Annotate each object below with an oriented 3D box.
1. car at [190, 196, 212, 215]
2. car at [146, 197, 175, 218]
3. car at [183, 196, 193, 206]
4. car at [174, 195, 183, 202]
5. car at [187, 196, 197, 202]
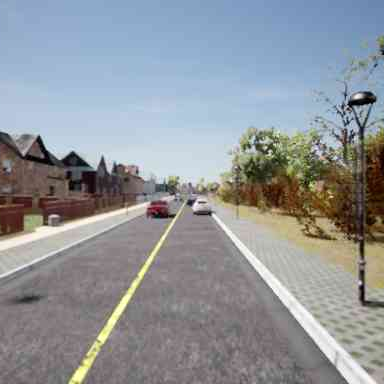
[{"bbox_3d":[0.975,1.428,32.998,1.812,1.442,4.674,0,0,0],"label":"car"},{"bbox_3d":[-2.833,1.394,29.056,1.882,1.535,5.008,0,0,0],"label":"car"},{"bbox_3d":[0.022,1.388,52.416,2.033,1.411,5.357,0,0,0],"label":"car"},{"bbox_3d":[-2.721,1.280,69.373,2.128,1.511,4.902,0,0,0],"label":"car"},{"bbox_3d":[0.031,1.396,67.512,1.895,1.301,4.718,0,0,0],"label":"car"}]
